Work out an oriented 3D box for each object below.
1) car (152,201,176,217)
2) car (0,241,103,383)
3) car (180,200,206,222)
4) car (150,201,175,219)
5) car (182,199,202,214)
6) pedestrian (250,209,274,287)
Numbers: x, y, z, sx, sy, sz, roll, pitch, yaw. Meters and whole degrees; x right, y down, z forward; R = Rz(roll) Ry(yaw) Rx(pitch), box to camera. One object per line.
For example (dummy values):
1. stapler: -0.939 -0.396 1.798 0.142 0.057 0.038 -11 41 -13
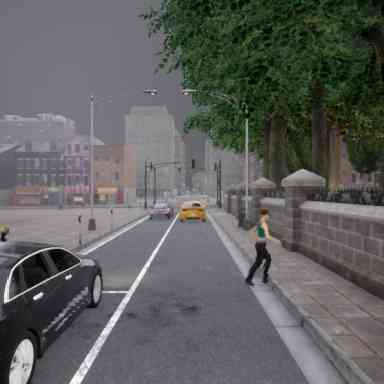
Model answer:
1. car: -2.630 1.565 32.375 1.947 1.339 4.313 0 0 0
2. car: -2.749 1.505 5.012 1.837 1.490 4.892 0 0 0
3. car: 0.073 1.477 26.310 1.882 1.535 5.008 0 0 0
4. car: -2.631 1.581 28.712 1.802 1.307 4.206 0 0 0
5. car: 0.012 1.546 36.799 2.033 1.411 5.357 0 0 0
6. pedestrian: 1.680 1.294 7.955 0.375 1.860 0.375 0 0 0
